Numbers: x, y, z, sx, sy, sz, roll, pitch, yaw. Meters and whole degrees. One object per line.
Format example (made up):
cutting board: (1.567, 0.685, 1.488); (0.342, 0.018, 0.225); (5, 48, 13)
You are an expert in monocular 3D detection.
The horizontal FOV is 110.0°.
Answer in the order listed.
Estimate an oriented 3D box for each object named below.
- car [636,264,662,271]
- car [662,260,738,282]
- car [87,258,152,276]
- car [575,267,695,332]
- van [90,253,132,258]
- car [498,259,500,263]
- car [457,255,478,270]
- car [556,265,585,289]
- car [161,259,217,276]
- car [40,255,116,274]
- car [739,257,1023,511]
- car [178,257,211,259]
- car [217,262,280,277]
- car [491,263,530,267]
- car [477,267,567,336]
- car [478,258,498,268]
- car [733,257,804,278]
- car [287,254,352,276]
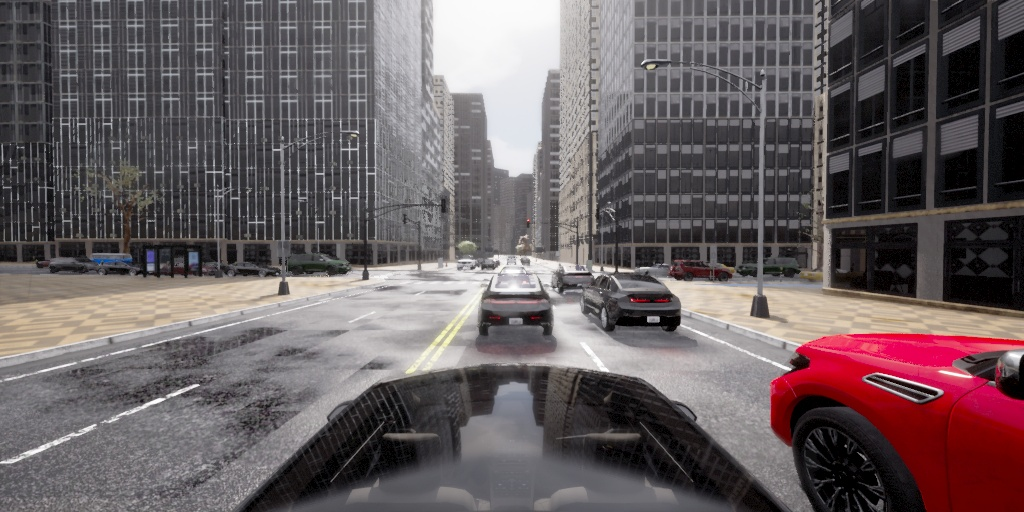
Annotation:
car: (15.059, 1.452, 36.779); (4.718, 1.301, 1.895); (0, 1, 0)
car: (16.160, 1.269, 30.997); (5.009, 1.841, 2.192); (0, 0, 1)
car: (-34.131, 1.069, 31.773); (4.313, 1.339, 1.948); (0, 0, 1)
car: (3.339, 1.251, 10.888); (1.837, 1.490, 4.892); (0, 0, 0)
van: (-45.332, 0.605, 40.420); (3.998, 1.789, 1.690); (0, 0, 1)
car: (-3.401, 1.267, 61.752); (1.994, 1.385, 4.181); (0, 0, 0)
car: (-6.648, 0.935, 52.614); (2.150, 2.045, 5.566); (0, 0, 0)
car: (3.330, 1.232, 20.136); (2.128, 1.511, 4.902); (0, 0, 0)
car: (-28.450, 1.138, 31.606); (4.207, 1.307, 1.802); (0, 0, 1)
car: (-41.738, 0.917, 34.564); (4.674, 1.442, 1.812); (0, 1, 1)
car: (3.349, 0.972, 0.764); (2.150, 2.045, 5.566); (0, 0, 0)
car: (-29.762, 0.852, 34.319); (4.553, 1.767, 2.097); (1, 1, 1)
car: (-22.766, 1.174, 31.479); (4.313, 1.339, 1.948); (0, 0, 1)
car: (0.080, 1.288, 20.128); (2.033, 1.411, 5.357); (0, 0, 0)
car: (0.090, 1.238, 10.393); (2.128, 1.511, 4.902); (0, 0, 0)
car: (-3.397, 1.192, 52.166); (1.882, 1.535, 5.008); (0, 0, 0)
car: (26.075, 1.168, 36.610); (5.566, 2.045, 2.150); (0, 1, 1)
car: (-18.298, 0.829, 34.085); (5.566, 2.045, 2.150); (0, 1, 2)
